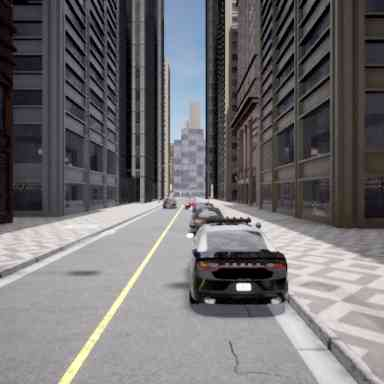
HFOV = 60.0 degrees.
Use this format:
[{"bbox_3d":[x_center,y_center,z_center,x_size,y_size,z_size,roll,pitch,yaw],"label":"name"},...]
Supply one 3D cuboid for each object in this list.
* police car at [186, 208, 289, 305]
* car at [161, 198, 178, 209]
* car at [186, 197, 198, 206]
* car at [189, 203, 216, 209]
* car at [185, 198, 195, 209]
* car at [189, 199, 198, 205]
[{"bbox_3d":[0.891,1.434,8.323,1.930,1.638,5.238,0,0,0],"label":"police car"},{"bbox_3d":[-3.043,1.591,45.752,1.837,1.490,4.892,0,0,0],"label":"car"},{"bbox_3d":[-0.054,1.694,58.991,1.994,1.385,4.181,0,0,0],"label":"car"},{"bbox_3d":[0.882,1.550,18.213,1.812,1.442,4.674,0,0,0],"label":"car"},{"bbox_3d":[-0.007,1.688,45.967,1.895,1.301,4.718,0,0,0],"label":"car"},{"bbox_3d":[0.876,1.541,24.213,1.837,1.490,4.892,0,0,0],"label":"car"}]
